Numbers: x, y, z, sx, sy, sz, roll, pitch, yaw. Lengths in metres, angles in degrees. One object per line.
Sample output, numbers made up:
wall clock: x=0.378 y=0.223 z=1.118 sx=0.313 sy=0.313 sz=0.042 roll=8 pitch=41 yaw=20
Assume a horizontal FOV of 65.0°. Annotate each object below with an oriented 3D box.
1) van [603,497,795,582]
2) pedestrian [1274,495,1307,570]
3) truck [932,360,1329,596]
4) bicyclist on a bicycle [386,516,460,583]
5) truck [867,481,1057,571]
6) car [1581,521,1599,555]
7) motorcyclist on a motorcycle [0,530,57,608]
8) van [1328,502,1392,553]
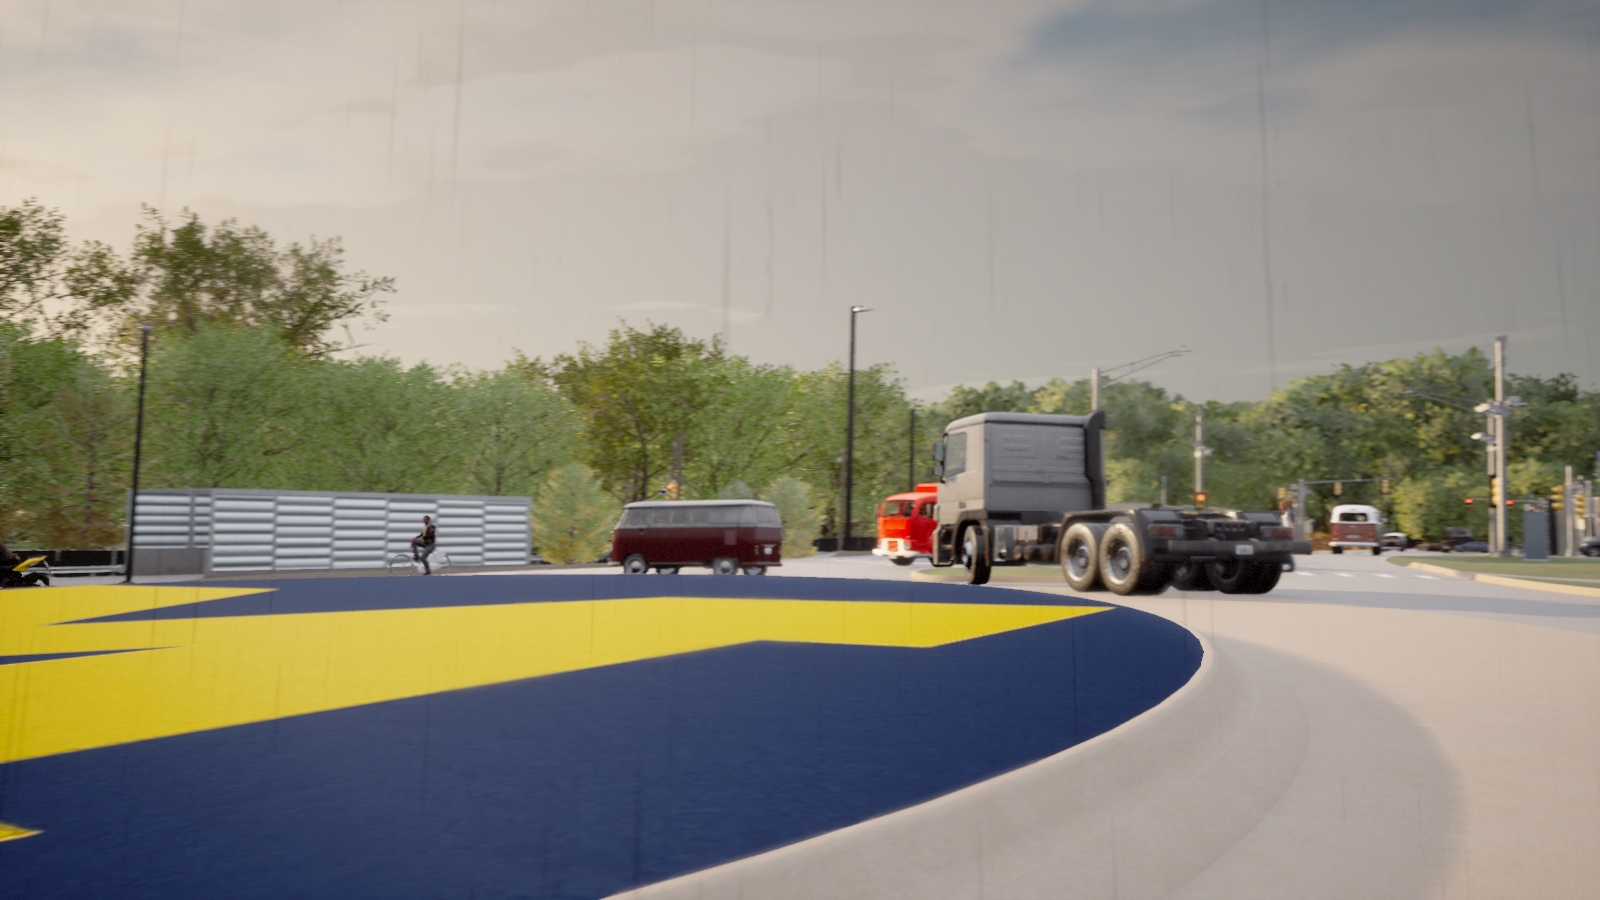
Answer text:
van: x=-2.516 y=2.243 z=31.044 sx=4.442 sy=1.987 sz=1.775 roll=-3 pitch=-6 yaw=27
pedestrian: x=12.259 y=2.057 z=31.397 sx=0.706 sy=1.836 sz=0.354 roll=0 pitch=-5 yaw=13
truck: x=5.415 y=0.740 z=22.614 sx=2.891 sy=3.462 sz=7.936 roll=2 pitch=-5 yaw=-19
bicyclist on a bicycle: x=-10.311 y=2.707 z=34.390 sx=0.659 sy=1.776 sz=1.843 roll=-5 pitch=-5 yaw=44
truck: x=4.896 y=2.198 z=37.710 sx=5.204 sy=2.467 sz=2.627 roll=0 pitch=-2 yaw=-36
car: x=41.287 y=4.383 z=61.582 sx=5.027 sy=1.651 sz=2.152 roll=-1 pitch=-5 yaw=33
motorcyclist on a motorcycle: x=-16.559 y=2.493 z=25.905 sx=2.044 sy=1.523 sz=0.797 roll=-1 pitch=-7 yaw=-24
van: x=23.489 y=3.263 z=52.568 sx=2.069 sy=2.038 sz=4.480 roll=-1 pitch=-4 yaw=28
